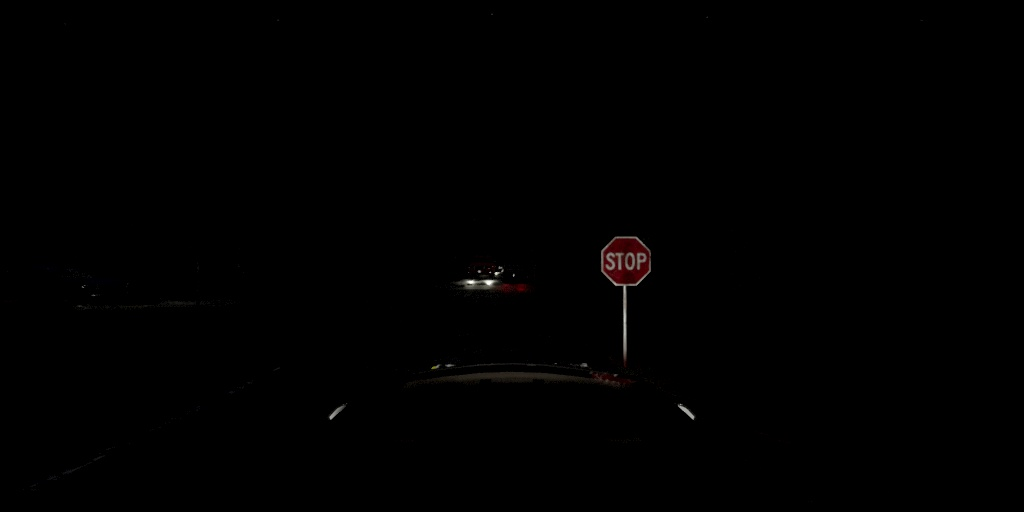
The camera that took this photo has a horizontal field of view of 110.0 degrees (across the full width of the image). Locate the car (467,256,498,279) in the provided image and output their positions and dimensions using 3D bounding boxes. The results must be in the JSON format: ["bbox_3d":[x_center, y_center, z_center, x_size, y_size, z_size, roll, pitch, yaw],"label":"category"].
[{"bbox_3d":[-2.785,0.976,33.332,2.150,2.045,5.566,0,0,0],"label":"car"}]

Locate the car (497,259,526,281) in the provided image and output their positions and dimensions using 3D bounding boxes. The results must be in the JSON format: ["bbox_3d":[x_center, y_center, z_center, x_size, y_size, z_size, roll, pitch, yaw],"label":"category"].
[{"bbox_3d":[0.152,1.246,29.651,2.128,1.511,4.902,0,0,0],"label":"car"}]

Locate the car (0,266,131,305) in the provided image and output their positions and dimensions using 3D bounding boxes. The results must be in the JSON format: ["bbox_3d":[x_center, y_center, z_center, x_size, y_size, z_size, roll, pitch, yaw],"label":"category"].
[{"bbox_3d":[-19.234,1.192,15.151,5.008,1.535,1.882,0,-1,-1],"label":"car"}]
